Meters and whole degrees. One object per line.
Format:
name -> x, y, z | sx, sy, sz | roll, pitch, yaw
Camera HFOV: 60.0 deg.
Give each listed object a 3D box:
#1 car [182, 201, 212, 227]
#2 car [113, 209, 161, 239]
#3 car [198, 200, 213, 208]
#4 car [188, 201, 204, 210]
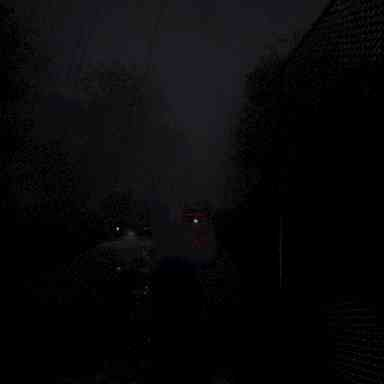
car -> 0.324, 1.657, 24.098 | 1.837, 1.490, 4.892 | 0, 0, 2
car -> -2.779, 1.638, 18.120 | 2.033, 1.411, 5.357 | 0, -1, 1
car -> 1.523, 1.769, 42.416 | 2.097, 1.767, 4.553 | 0, -1, 5
car -> 0.752, 2.329, 59.105 | 2.033, 1.411, 5.357 | 0, -1, 10
